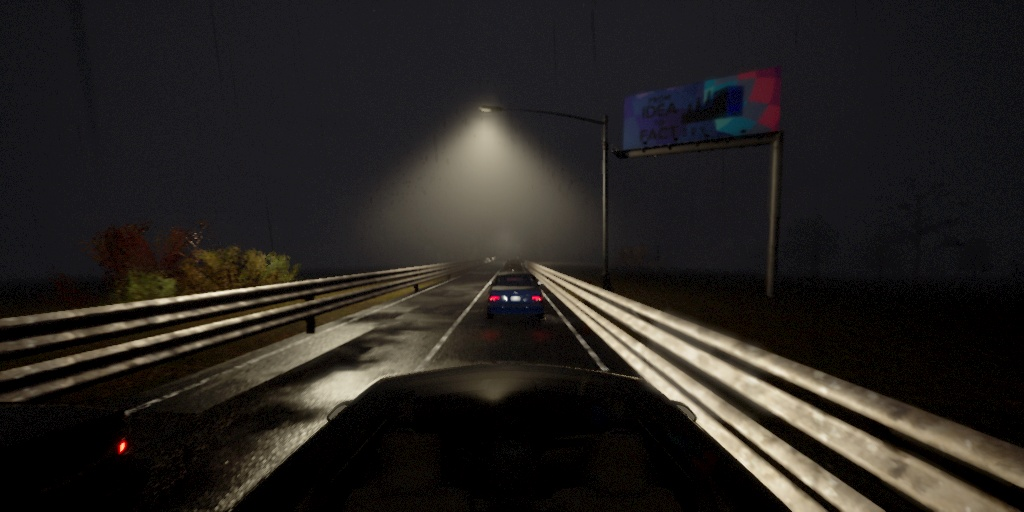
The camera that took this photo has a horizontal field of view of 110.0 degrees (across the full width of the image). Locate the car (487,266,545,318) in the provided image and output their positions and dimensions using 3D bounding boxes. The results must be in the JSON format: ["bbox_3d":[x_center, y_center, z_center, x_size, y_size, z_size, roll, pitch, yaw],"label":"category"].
[{"bbox_3d":[0.102,1.260,12.800,2.033,1.411,5.357,0,0,0],"label":"car"}]

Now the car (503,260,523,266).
[{"bbox_3d":[0.108,1.134,37.668,1.837,1.490,4.892,0,0,0],"label":"car"}]
